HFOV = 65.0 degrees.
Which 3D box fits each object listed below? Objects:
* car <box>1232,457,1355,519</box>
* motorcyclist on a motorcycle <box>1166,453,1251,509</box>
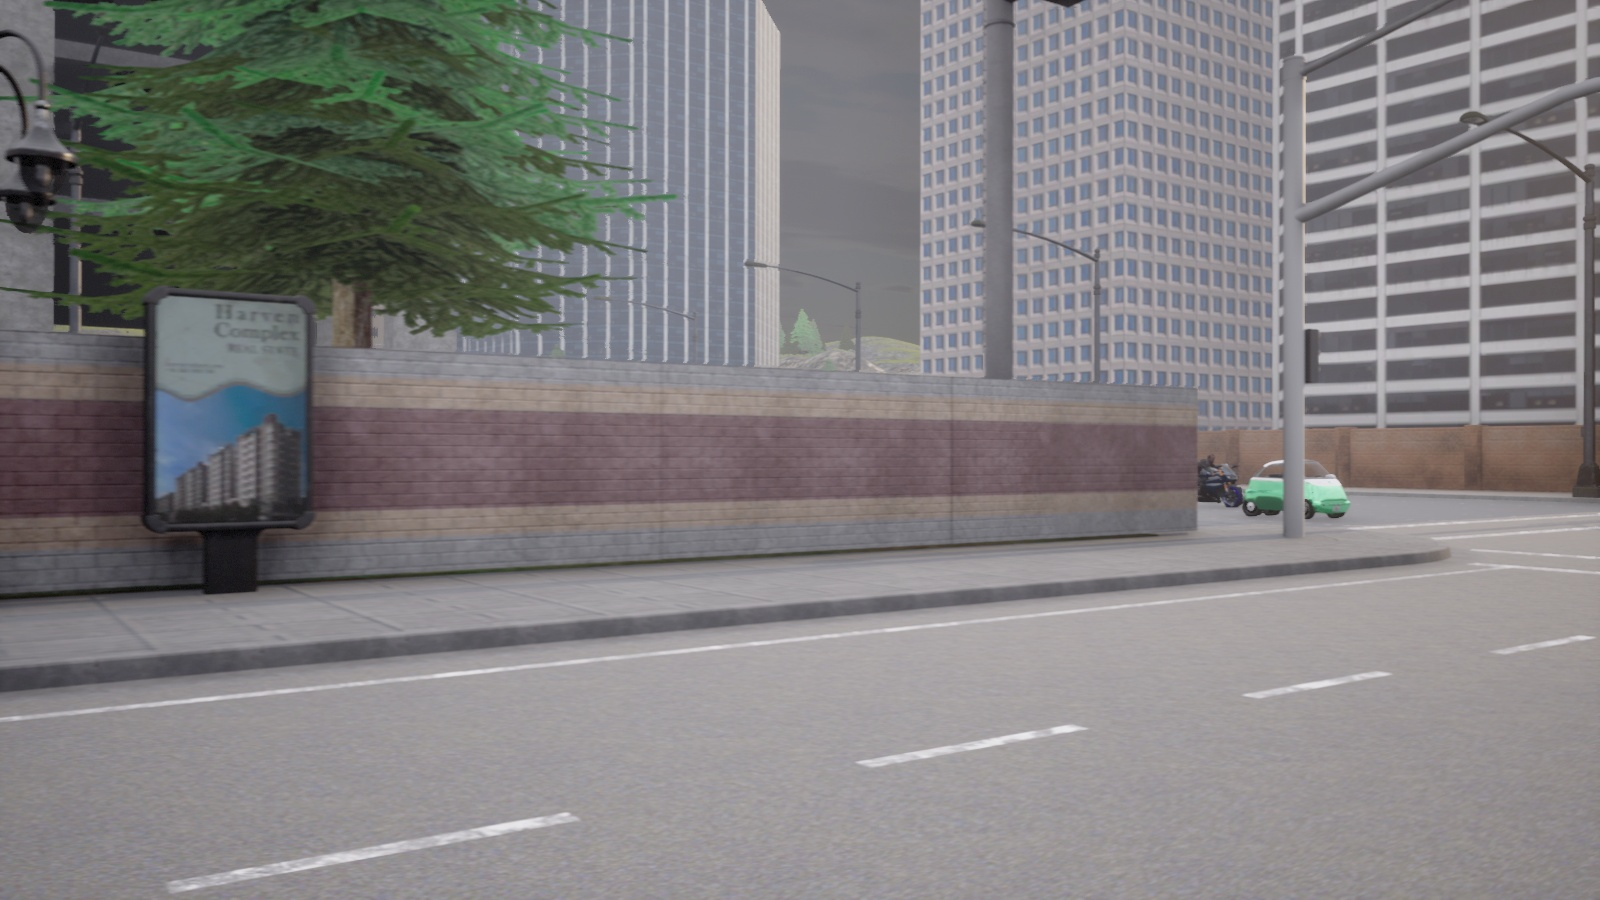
[{"bbox_3d":[11.473,0.848,29.248,1.481,1.376,2.207,0,0,-35],"label":"car"},{"bbox_3d":[11.484,0.843,35.405,0.866,1.530,2.191,0,0,-35],"label":"motorcyclist on a motorcycle"}]
